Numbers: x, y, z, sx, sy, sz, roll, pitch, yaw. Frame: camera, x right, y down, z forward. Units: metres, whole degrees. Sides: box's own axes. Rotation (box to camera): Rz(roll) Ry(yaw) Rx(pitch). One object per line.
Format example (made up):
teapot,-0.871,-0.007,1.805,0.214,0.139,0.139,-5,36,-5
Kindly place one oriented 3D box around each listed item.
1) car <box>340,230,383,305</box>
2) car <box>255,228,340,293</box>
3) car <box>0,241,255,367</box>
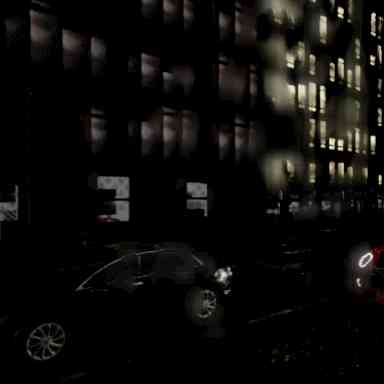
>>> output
car,5.593,1.431,7.356,4.553,1.767,2.097,1,0,-35
car,3.378,1.653,8.970,4.206,1.307,1.802,1,-1,-35
car,-1.252,1.570,5.675,4.403,1.369,2.008,1,-1,-35
